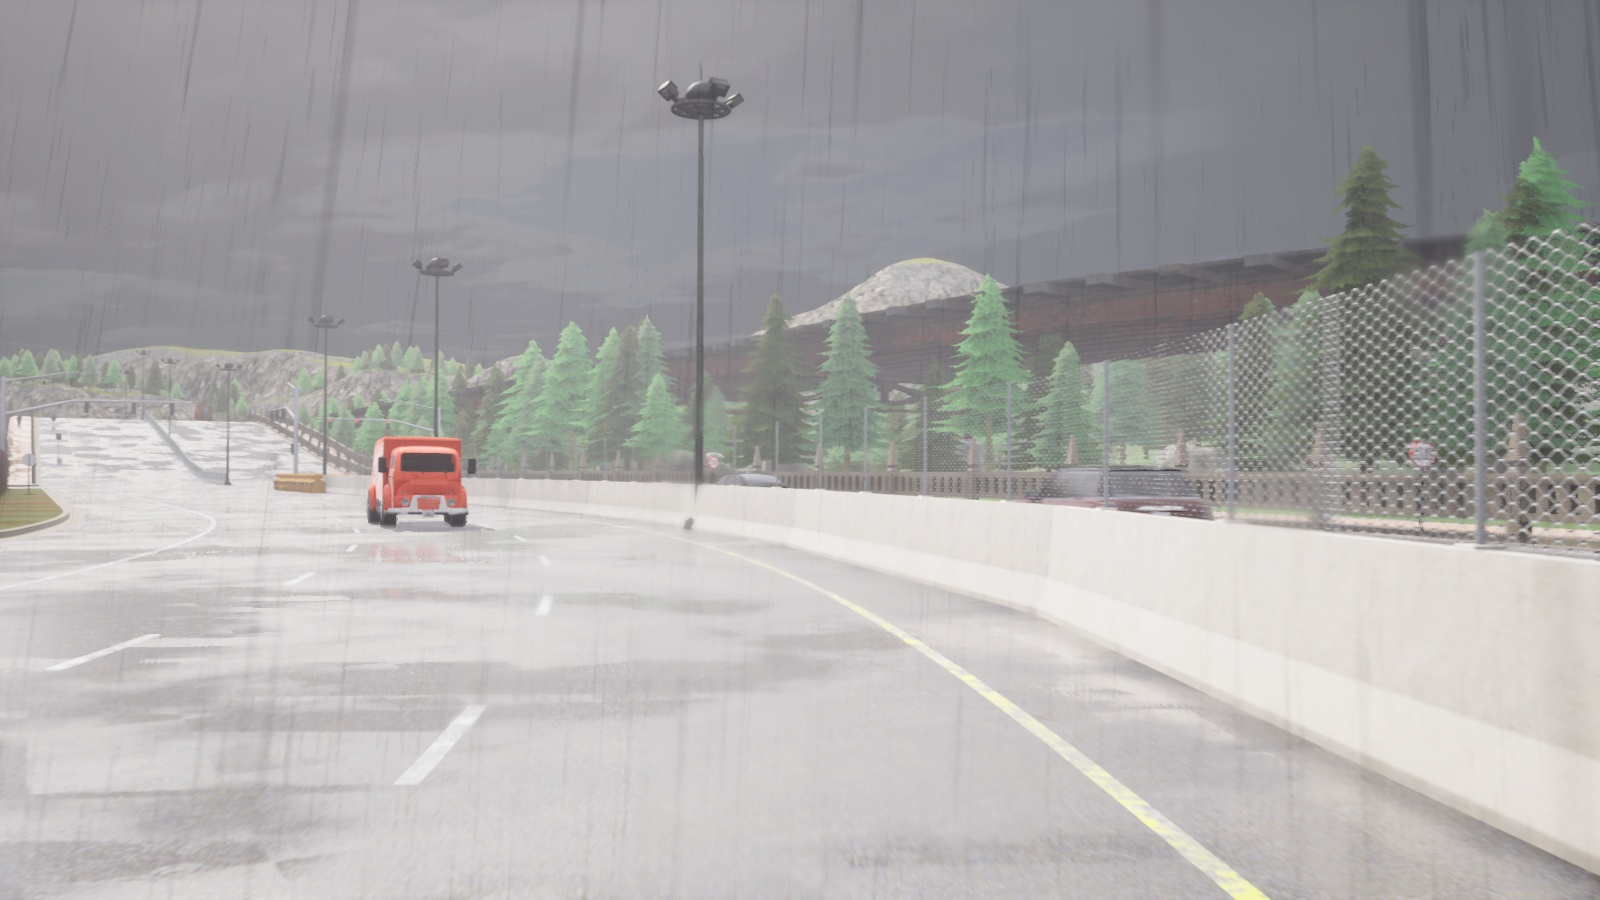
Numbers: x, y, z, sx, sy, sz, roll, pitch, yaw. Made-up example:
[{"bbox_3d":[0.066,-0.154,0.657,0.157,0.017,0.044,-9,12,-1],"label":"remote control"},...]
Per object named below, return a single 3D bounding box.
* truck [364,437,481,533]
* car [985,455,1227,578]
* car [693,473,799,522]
[{"bbox_3d":[-10.651,0.964,35.129,2.627,2.467,5.204,1,-1,-22],"label":"truck"},{"bbox_3d":[4.812,0.996,20.574,2.097,1.767,4.553,0,-1,-11],"label":"car"},{"bbox_3d":[-1.859,1.517,41.158,1.837,1.490,4.892,0,-1,-24],"label":"car"}]
